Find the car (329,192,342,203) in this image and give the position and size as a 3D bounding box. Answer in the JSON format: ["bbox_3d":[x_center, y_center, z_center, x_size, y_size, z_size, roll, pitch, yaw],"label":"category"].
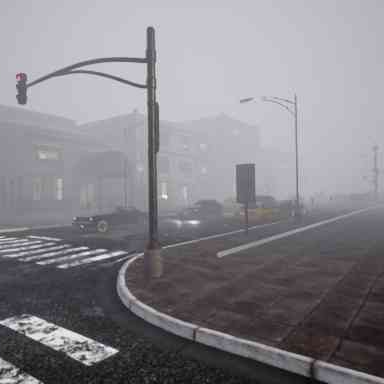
[{"bbox_3d":[24.191,0.906,53.401,2.128,1.511,4.902,-1,0,36],"label":"car"}]

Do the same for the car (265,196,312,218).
[{"bbox_3d":[7.576,1.217,26.159,2.008,1.369,4.403,-1,0,36],"label":"car"}]

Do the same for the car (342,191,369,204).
[{"bbox_3d":[22.899,0.898,46.460,1.882,1.535,5.008,-1,0,36],"label":"car"}]

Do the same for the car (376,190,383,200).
[{"bbox_3d":[33.621,0.570,61.946,2.192,1.841,5.009,-1,0,36],"label":"car"}]

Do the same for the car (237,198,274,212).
[{"bbox_3d":[6.741,1.308,34.844,1.895,1.301,4.718,-1,0,36],"label":"car"}]

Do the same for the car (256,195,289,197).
[{"bbox_3d":[6.385,1.049,28.946,2.097,1.767,4.553,-1,0,36],"label":"car"}]

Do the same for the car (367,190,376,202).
[{"bbox_3d":[27.023,0.860,52.117,1.837,1.490,4.892,-1,0,36],"label":"car"}]

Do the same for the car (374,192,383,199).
[{"bbox_3d":[40.136,0.720,70.893,1.947,1.339,4.313,-1,0,36],"label":"car"}]

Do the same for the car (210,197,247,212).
[{"bbox_3d":[3.960,1.290,35.428,1.752,1.417,4.829,-1,0,36],"label":"car"}]

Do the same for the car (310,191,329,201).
[{"bbox_3d":[23.592,0.769,62.406,2.192,1.841,5.009,-1,0,36],"label":"car"}]

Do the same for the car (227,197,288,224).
[{"bbox_3d":[4.420,1.242,21.823,1.752,1.417,4.829,-1,0,36],"label":"car"}]

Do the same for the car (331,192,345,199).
[{"bbox_3d":[33.362,0.743,75.826,1.967,1.590,4.097,-1,0,36],"label":"car"}]

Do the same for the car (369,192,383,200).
[{"bbox_3d":[36.880,0.770,66.420,1.947,1.339,4.313,-1,0,36],"label":"car"}]

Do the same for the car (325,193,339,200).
[{"bbox_3d":[30.107,0.935,71.353,1.802,1.307,4.206,-1,0,36],"label":"car"}]

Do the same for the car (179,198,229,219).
[{"bbox_3d":[0.865,1.327,26.779,1.812,1.442,4.674,-1,0,36],"label":"car"}]

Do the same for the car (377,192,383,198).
[{"bbox_3d":[43.217,0.652,75.115,1.887,1.381,4.507,-1,0,36],"label":"car"}]

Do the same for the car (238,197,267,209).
[{"bbox_3d":[7.316,1.293,40.039,1.802,1.307,4.206,-1,0,36],"label":"car"}]

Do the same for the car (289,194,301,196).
[{"bbox_3d":[13.366,1.090,43.883,2.128,1.511,4.902,-1,0,37],"label":"car"}]

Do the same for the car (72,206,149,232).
[{"bbox_3d":[-4.526,1.489,19.411,1.895,1.301,4.718,-1,0,37],"label":"car"}]
